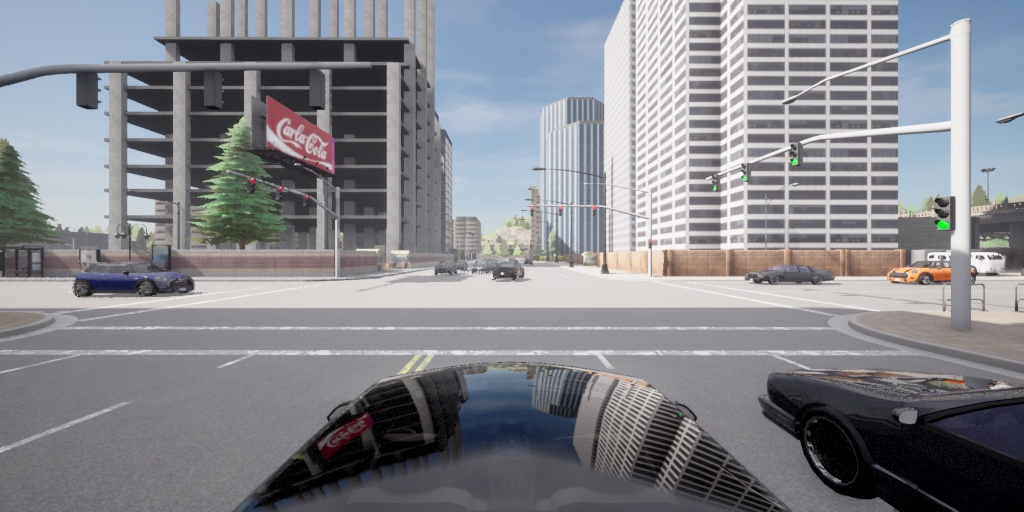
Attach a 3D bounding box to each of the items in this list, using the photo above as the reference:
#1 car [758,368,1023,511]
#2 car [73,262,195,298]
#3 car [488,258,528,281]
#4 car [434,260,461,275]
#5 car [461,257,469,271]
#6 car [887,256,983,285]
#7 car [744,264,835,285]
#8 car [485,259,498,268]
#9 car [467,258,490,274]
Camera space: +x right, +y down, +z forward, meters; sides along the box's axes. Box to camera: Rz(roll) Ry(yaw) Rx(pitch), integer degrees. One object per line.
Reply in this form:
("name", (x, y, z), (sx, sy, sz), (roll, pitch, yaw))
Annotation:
("car", (3.597, 1.297, 1.411), (2.033, 1.411, 5.357), (0, 0, 0))
("car", (-18.926, 1.102, 18.127), (4.553, 1.767, 2.097), (0, 0, -1))
("car", (-0.237, 1.227, 30.355), (1.882, 1.535, 5.008), (1, 0, 13))
("car", (-7.081, 1.255, 38.750), (1.837, 1.490, 4.892), (0, 0, 0))
("car", (-7.075, 1.255, 48.163), (1.837, 1.490, 4.892), (0, 0, 0))
("car", (29.657, 1.102, 25.477), (4.553, 1.767, 2.097), (0, 0, 1))
("car", (19.648, 1.297, 25.457), (5.357, 1.411, 2.033), (0, 0, 0))
("car", (-3.540, 1.255, 62.201), (1.837, 1.490, 4.892), (0, 0, 0))
("car", (-3.580, 1.241, 41.749), (2.128, 1.511, 4.902), (0, 0, 0))
